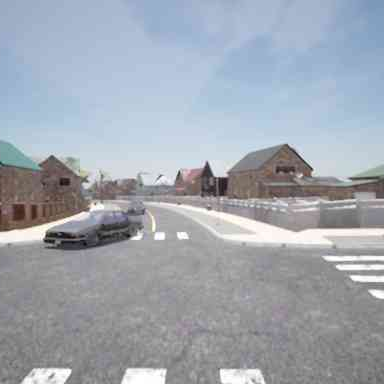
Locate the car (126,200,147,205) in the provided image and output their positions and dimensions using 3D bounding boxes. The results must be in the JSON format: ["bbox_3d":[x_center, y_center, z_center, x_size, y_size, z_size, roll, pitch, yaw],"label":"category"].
[{"bbox_3d":[-6.055,1.635,36.507,1.837,1.490,4.892,0,0,-10],"label":"car"}]

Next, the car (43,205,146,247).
[{"bbox_3d":[-4.246,1.582,15.564,2.033,1.411,5.357,-1,0,23],"label":"car"}]
